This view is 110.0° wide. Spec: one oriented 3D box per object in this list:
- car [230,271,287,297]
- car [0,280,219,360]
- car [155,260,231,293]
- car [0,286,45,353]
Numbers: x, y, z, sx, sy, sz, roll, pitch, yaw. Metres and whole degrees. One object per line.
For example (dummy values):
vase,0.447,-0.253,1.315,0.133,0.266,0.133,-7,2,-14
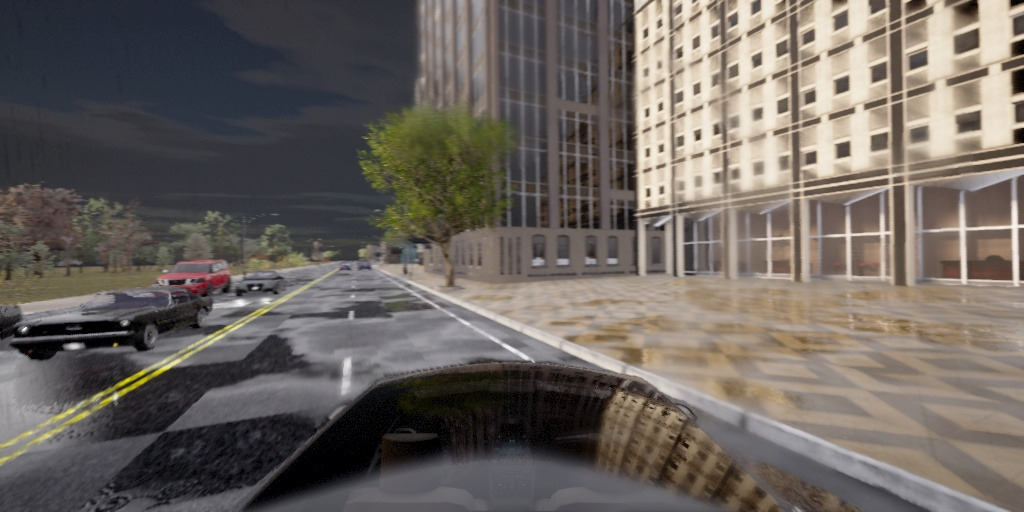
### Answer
car,-14.939,1.598,21.568,1.994,1.385,4.181,-1,0,-24
car,-9.548,1.505,9.128,1.895,1.301,4.718,-1,0,-23
car,-18.095,1.278,20.657,2.150,2.045,5.566,-1,1,-24
car,-11.897,1.465,6.380,2.033,1.411,5.357,-1,0,-23
